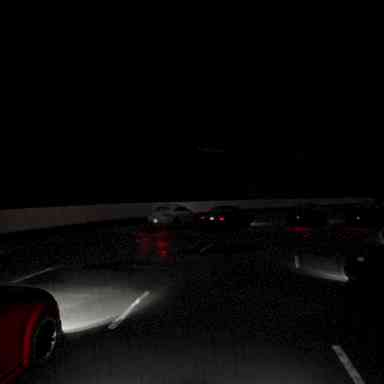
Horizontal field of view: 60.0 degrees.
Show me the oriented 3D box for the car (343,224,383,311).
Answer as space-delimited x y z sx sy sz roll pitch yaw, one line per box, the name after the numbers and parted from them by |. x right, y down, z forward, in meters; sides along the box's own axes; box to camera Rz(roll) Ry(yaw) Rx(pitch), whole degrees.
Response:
4.191 1.584 5.619 2.033 1.411 5.357 0 0 10 | car

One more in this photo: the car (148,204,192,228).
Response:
-1.192 1.550 22.395 1.812 1.442 4.674 0 0 26 | car

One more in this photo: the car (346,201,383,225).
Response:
12.654 1.599 24.201 1.882 1.535 5.008 0 0 38 | car

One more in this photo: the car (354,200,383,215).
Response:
19.979 1.717 37.515 1.812 1.442 4.674 0 0 43 | car

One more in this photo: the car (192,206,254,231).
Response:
2.341 1.595 21.367 2.033 1.411 5.357 0 0 28 | car

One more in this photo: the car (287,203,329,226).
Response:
8.653 1.573 24.622 1.882 1.535 5.008 0 0 36 | car

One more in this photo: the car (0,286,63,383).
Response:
-2.953 1.549 3.120 1.994 1.385 4.181 0 0 5 | car
